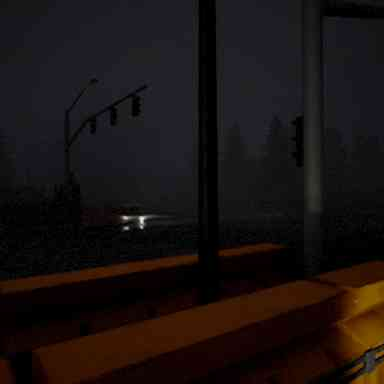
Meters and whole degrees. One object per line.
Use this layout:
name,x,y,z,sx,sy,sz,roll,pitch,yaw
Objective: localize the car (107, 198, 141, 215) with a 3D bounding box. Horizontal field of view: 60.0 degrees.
car,-6.766,1.377,32.836,1.882,1.535,5.008,-1,0,-36
